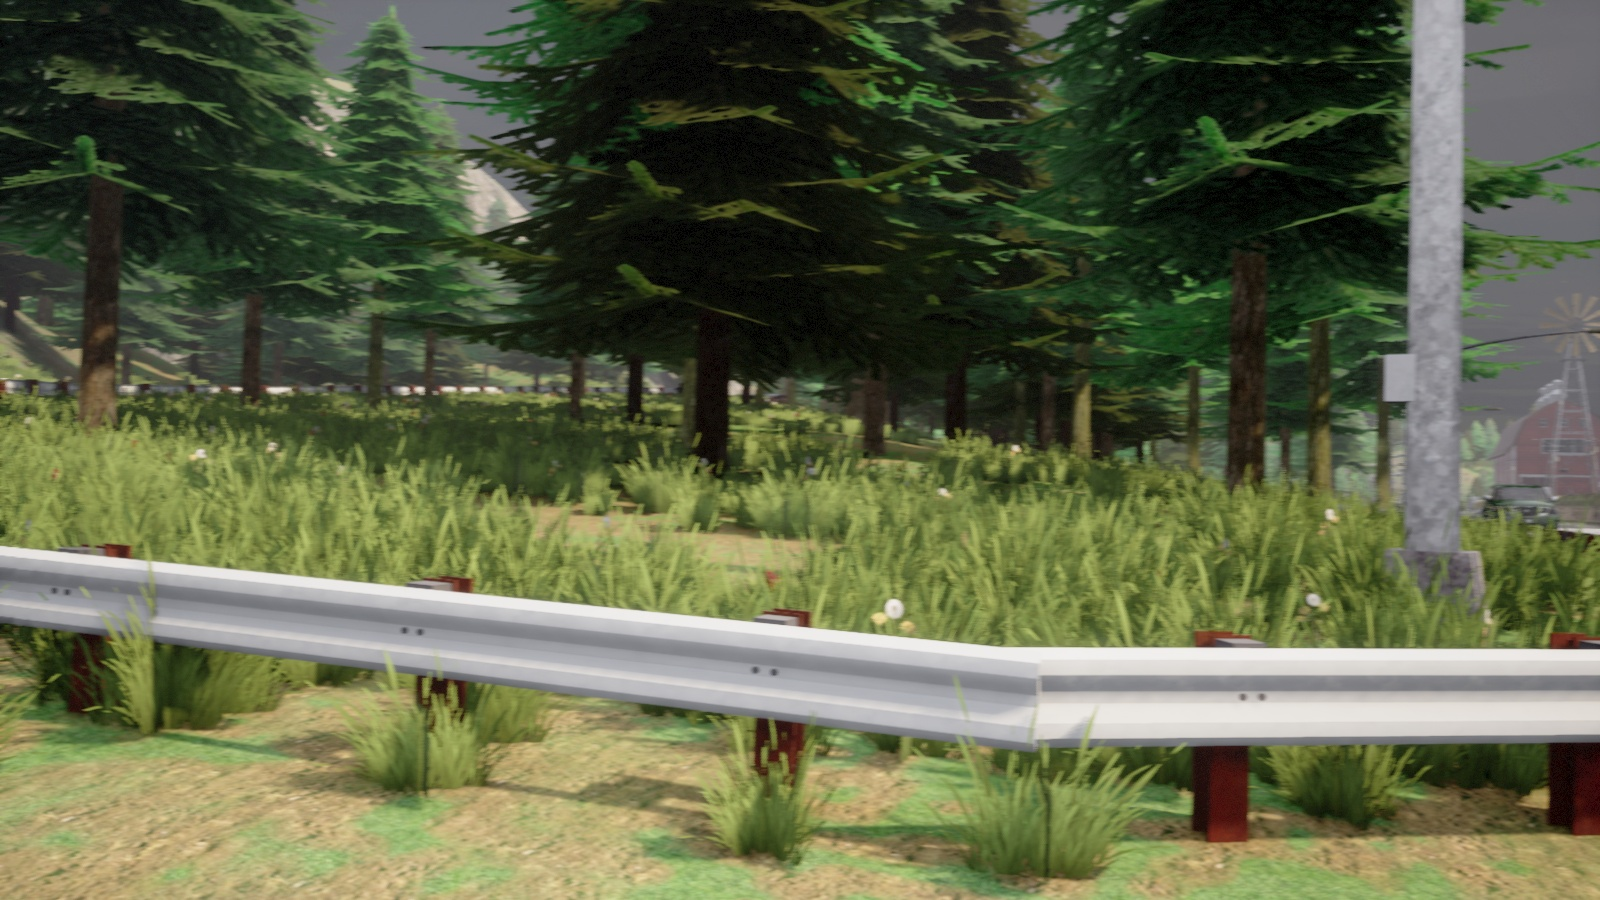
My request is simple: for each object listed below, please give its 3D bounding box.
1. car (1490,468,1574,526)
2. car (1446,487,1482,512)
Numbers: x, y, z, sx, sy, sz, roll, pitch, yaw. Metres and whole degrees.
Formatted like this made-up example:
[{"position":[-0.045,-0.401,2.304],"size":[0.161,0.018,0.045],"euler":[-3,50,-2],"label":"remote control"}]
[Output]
[{"position":[27.436,1.755,47.246],"size":[2.150,2.045,5.566],"euler":[0,-2,24],"label":"car"},{"position":[42.581,3.197,80.549],"size":[1.789,1.549,3.705],"euler":[0,-2,24],"label":"car"}]
